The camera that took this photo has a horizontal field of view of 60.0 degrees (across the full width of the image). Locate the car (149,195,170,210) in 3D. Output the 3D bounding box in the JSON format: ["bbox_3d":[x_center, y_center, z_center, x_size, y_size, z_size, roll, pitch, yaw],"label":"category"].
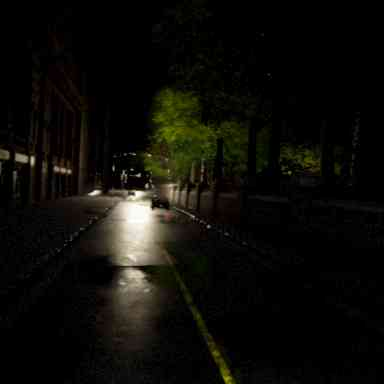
[{"bbox_3d":[-3.518,1.118,35.845,2.128,1.511,4.902,3,1,-10],"label":"car"}]

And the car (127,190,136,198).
[{"bbox_3d":[-12.386,0.375,68.390,2.033,1.411,5.357,3,1,-10],"label":"car"}]
